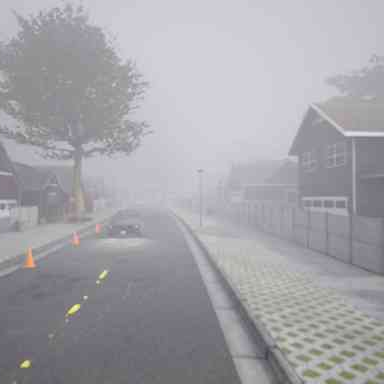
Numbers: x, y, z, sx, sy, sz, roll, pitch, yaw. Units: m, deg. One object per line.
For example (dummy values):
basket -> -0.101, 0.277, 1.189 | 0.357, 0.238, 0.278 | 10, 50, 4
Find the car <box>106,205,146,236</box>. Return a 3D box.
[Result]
car -> -3.786, 1.739, 19.872 | 2.033, 1.411, 5.357 | 0, -1, -5

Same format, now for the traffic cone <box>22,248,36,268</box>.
traffic cone -> -5.139, 2.055, 10.508 | 0.340, 0.580, 0.340 | 0, -1, -7

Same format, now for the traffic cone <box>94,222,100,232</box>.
traffic cone -> -5.857, 2.155, 20.444 | 0.340, 0.580, 0.340 | 0, -1, -5

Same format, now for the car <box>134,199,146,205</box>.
car -> -10.827, 2.251, 69.014 | 1.812, 1.442, 4.674 | 0, -1, -15
